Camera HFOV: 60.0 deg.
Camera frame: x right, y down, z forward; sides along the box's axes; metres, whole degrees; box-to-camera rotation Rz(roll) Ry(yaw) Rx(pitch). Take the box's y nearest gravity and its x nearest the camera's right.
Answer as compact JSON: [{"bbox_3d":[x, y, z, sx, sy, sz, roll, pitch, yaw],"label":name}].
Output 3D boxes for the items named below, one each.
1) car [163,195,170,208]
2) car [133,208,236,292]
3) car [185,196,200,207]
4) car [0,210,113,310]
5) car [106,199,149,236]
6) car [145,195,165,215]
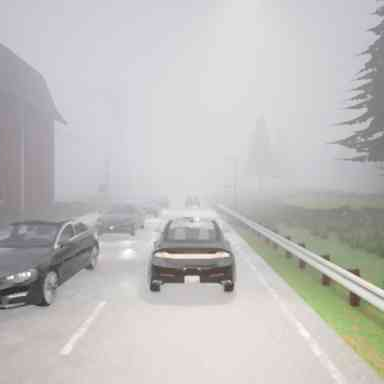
[{"bbox_3d":[-3.554,1.120,38.088,1.882,1.535,5.008,0,1,0],"label":"car"},{"bbox_3d":[0.001,1.414,8.684,2.128,1.511,4.902,0,1,0],"label":"car"},{"bbox_3d":[0.063,1.159,41.750,2.033,1.411,5.357,0,0,0],"label":"car"},{"bbox_3d":[-3.600,1.417,7.865,2.128,1.511,4.902,0,1,0],"label":"car"},{"bbox_3d":[-3.599,1.341,17.336,1.837,1.490,4.892,0,1,0],"label":"car"},{"bbox_3d":[-3.595,1.266,27.600,1.812,1.442,4.674,0,1,0],"label":"car"}]
